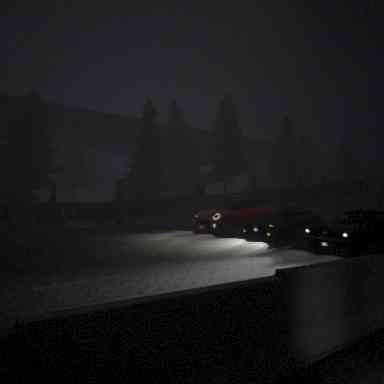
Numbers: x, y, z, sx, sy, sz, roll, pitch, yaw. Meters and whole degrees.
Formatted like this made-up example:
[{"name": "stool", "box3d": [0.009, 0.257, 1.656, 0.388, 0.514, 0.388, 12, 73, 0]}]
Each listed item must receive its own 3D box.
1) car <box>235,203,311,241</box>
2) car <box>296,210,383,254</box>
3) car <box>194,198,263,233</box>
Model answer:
[{"name": "car", "box3d": [4.403, 1.382, 15.730, 4.181, 1.385, 1.994, -3, 2, -35]}, {"name": "car", "box3d": [6.398, 1.421, 12.854, 4.718, 1.301, 1.895, -3, 2, -35]}, {"name": "car", "box3d": [2.306, 1.173, 18.534, 4.553, 1.767, 2.097, -3, 2, -35]}]
